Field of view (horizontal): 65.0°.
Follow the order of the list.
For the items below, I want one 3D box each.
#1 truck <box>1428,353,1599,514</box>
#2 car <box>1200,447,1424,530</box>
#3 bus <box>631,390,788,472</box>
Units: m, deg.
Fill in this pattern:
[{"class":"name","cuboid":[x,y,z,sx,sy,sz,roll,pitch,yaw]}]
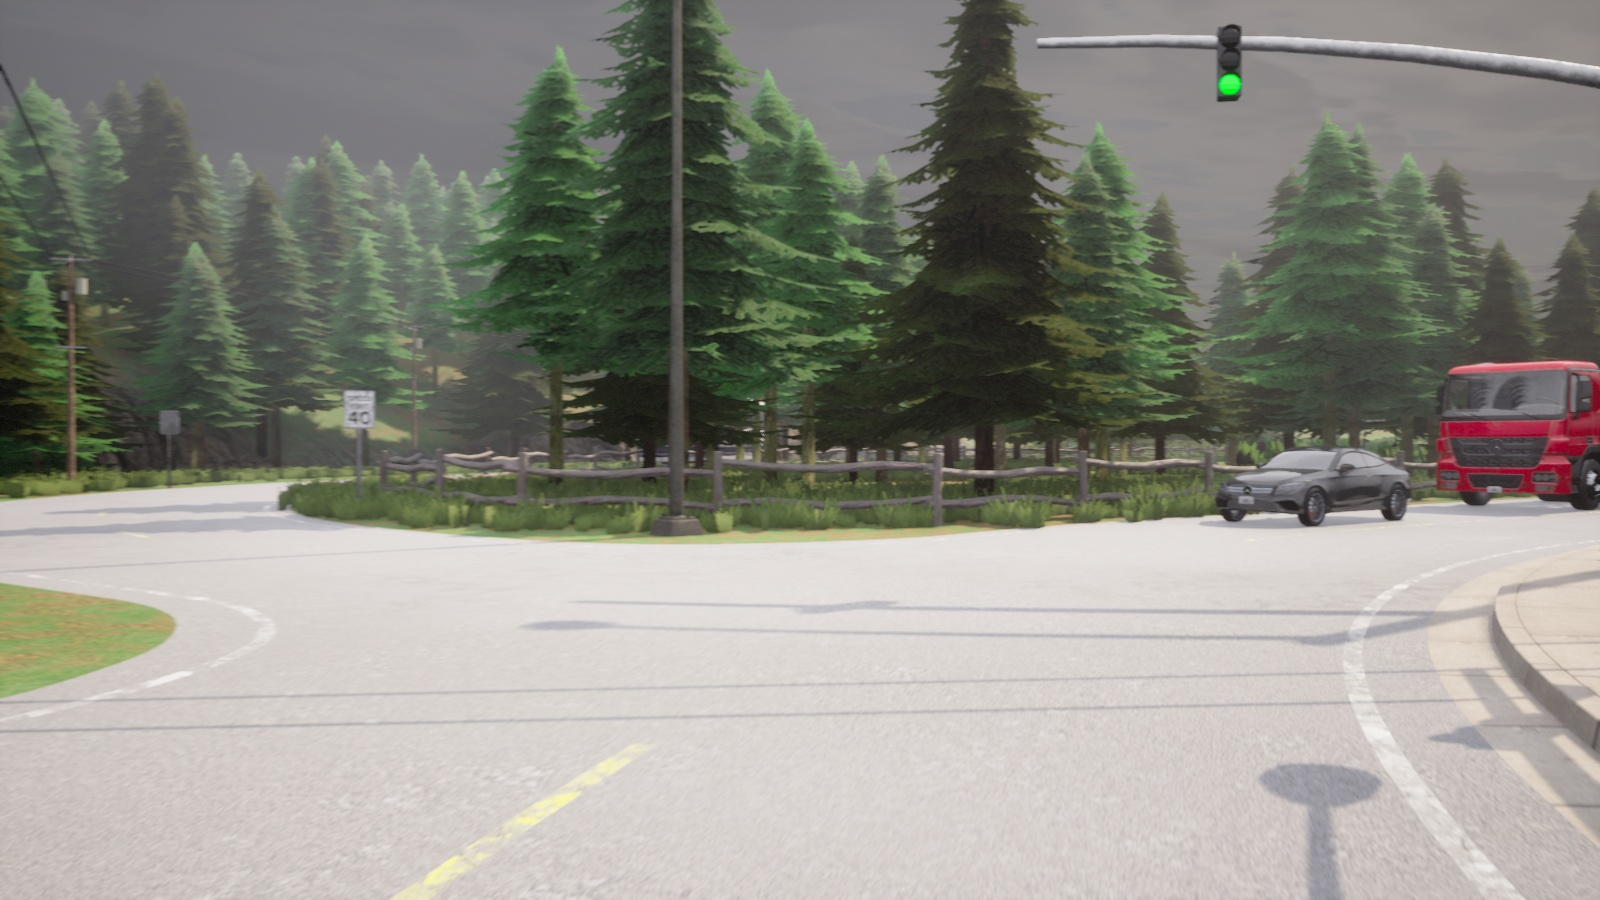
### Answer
[{"class":"truck","cuboid":[18.734,-0.364,30.513,7.936,3.462,2.891,0,0,-36]},{"class":"car","cuboid":[9.849,0.660,24.005,4.674,1.442,1.812,0,0,-37]},{"class":"bus","cuboid":[-4.906,-1.018,71.056,3.944,4.253,10.273,0,0,29]}]
